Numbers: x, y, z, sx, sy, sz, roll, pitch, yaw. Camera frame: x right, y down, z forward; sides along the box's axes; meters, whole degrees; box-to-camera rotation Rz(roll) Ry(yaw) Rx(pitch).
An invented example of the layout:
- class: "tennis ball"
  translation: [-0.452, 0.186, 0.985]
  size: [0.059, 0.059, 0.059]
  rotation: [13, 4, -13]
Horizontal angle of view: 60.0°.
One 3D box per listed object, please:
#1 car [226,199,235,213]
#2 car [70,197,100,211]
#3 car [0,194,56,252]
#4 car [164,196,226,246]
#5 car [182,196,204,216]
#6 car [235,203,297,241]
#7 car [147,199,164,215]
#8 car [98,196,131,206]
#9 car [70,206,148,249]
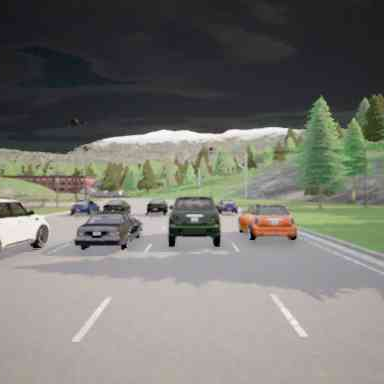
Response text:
- class: "car"
  translation: [3.578, 1.489, 34.174]
  size: [1.812, 1.442, 4.674]
  rotation: [0, 0, -1]
- class: "car"
  translation: [-10.405, 1.491, 32.608]
  size: [1.812, 1.442, 4.674]
  rotation: [0, 0, 0]
- class: "car"
  translation: [-6.899, 1.210, 11.248]
  size: [2.150, 2.045, 5.566]
  rotation: [0, 0, 0]
- class: "car"
  translation: [0.100, 1.197, 15.350]
  size: [2.150, 2.045, 5.566]
  rotation: [0, -1, 0]
- class: "car"
  translation: [0.094, 1.317, 32.891]
  size: [2.097, 1.767, 4.553]
  rotation: [0, 0, 0]
- class: "car"
  translation: [3.601, 1.336, 16.575]
  size: [2.097, 1.767, 4.553]
  rotation: [0, 0, 0]
- class: "car"
  translation: [-3.411, 1.442, 33.317]
  size: [1.882, 1.535, 5.008]
  rotation: [0, 0, 0]
- class: "car"
  translation: [-6.902, 1.444, 30.983]
  size: [1.882, 1.535, 5.008]
  rotation: [0, 0, 0]
- class: "car"
  translation: [-3.399, 1.532, 14.398]
  size: [2.033, 1.411, 5.357]
  rotation: [0, 0, 0]
